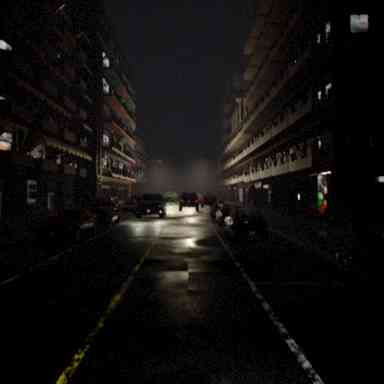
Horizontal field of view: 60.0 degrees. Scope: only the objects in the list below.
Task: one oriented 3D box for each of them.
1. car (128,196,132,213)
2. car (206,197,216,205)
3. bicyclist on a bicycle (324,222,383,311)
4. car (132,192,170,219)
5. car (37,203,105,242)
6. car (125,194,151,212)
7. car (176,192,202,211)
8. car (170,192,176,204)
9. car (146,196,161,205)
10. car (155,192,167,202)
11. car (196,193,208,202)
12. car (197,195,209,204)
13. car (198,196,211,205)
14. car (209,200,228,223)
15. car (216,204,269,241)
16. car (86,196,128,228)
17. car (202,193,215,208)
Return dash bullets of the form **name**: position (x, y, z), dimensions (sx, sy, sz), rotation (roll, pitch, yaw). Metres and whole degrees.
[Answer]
- **car**: position (-6.069, 1.401, 32.644), dimensions (1.752, 1.417, 4.829), rotation (1, 0, -1)
- **car**: position (2.378, 1.418, 27.489), dimensions (1.752, 1.417, 4.829), rotation (1, 0, -1)
- **bicyclist on a bicycle**: position (3.250, 1.388, 6.149), dimensions (1.656, 1.620, 0.582), rotation (0, 0, -1)
- **car**: position (-3.394, 1.114, 28.470), dimensions (2.150, 2.045, 5.566), rotation (0, 0, 0)
- **car**: position (-5.860, 1.482, 16.112), dimensions (1.887, 1.381, 4.507), rotation (1, 0, -1)
- **car**: position (-6.138, 1.169, 38.381), dimensions (2.192, 1.841, 5.009), rotation (1, 0, -1)
- **car**: position (-0.350, 1.073, 37.761), dimensions (2.150, 2.045, 5.566), rotation (0, 0, -1)
- **car**: position (-3.791, 0.998, 59.170), dimensions (2.150, 2.045, 5.566), rotation (0, 0, 0)
- **car**: position (-6.352, 1.360, 55.084), dimensions (1.947, 1.339, 4.313), rotation (1, 0, -1)
- **car**: position (-6.559, 1.051, 71.785), dimensions (2.192, 1.841, 5.009), rotation (1, 0, -1)
- **car**: position (1.891, 1.069, 66.289), dimensions (2.192, 1.841, 5.009), rotation (1, 0, -1)
- **car**: position (1.958, 1.318, 60.723), dimensions (1.887, 1.381, 4.507), rotation (1, 0, -1)
- **car**: position (2.028, 1.344, 55.156), dimensions (2.008, 1.369, 4.403), rotation (1, 0, -1)
- **car**: position (2.450, 1.465, 21.751), dimensions (2.008, 1.369, 4.403), rotation (1, 0, -1)
- **car**: position (2.520, 1.487, 16.184), dimensions (2.008, 1.369, 4.403), rotation (1, 0, -1)
- **car**: position (-5.927, 1.231, 21.679), dimensions (2.192, 1.841, 5.009), rotation (1, 0, -1)
- **car**: position (2.172, 1.148, 44.020), dimensions (2.192, 1.841, 5.009), rotation (1, 0, -1)
